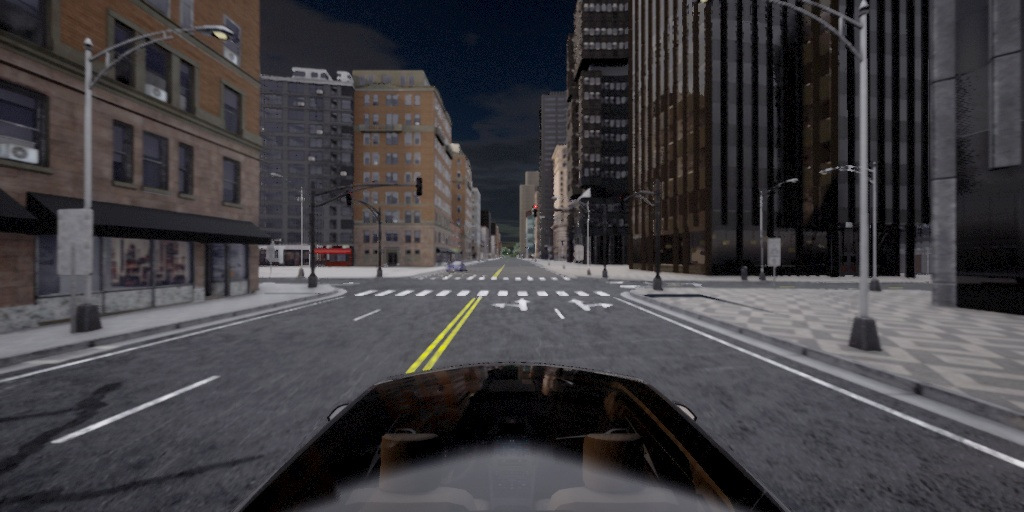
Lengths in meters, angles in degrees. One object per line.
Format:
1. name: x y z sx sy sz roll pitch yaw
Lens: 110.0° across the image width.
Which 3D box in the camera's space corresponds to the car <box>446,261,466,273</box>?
1. car: -6.499 1.287 42.124 1.812 1.442 4.674 0 1 0
